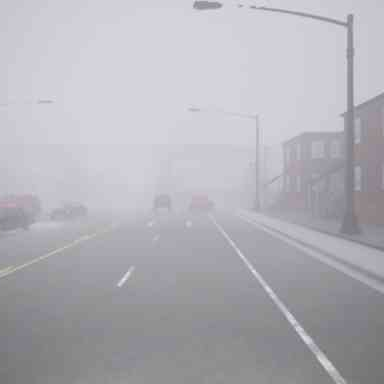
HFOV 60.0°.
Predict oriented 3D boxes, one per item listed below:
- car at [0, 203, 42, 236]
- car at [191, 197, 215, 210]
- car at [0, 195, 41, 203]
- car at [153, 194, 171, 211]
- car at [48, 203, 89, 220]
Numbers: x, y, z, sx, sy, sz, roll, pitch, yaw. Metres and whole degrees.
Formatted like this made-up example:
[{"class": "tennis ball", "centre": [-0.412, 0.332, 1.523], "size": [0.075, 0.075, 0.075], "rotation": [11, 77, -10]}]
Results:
[{"class": "car", "centre": [-10.588, 1.556, 18.434], "size": [2.033, 1.411, 5.357], "rotation": [0, 0, 0]}, {"class": "car", "centre": [1.467, 1.369, 42.886], "size": [2.097, 1.767, 4.553], "rotation": [0, 0, 20]}, {"class": "car", "centre": [-14.046, 1.233, 26.502], "size": [2.150, 2.045, 5.566], "rotation": [0, 0, 1]}, {"class": "car", "centre": [-3.783, 1.242, 41.938], "size": [2.150, 2.045, 5.566], "rotation": [0, 0, -5]}, {"class": "car", "centre": [-10.535, 1.613, 28.681], "size": [1.895, 1.301, 4.718], "rotation": [0, 0, 1]}]
